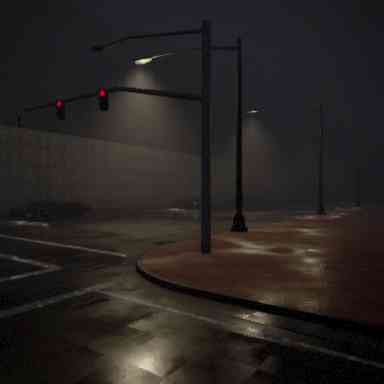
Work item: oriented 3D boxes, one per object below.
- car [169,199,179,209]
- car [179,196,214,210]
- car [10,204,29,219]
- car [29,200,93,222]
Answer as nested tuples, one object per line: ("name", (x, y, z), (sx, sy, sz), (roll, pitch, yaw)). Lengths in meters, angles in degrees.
("car", (-1.245, 1.553, 45.407), (1.994, 1.385, 4.181), (0, 0, 36))
("car", (0.856, 1.343, 42.332), (2.097, 1.767, 4.553), (0, 0, 36))
("car", (-13.079, 1.467, 28.864), (1.882, 1.535, 5.008), (0, 1, 35))
("car", (-10.198, 1.517, 26.907), (1.812, 1.442, 4.674), (0, 0, 36))
